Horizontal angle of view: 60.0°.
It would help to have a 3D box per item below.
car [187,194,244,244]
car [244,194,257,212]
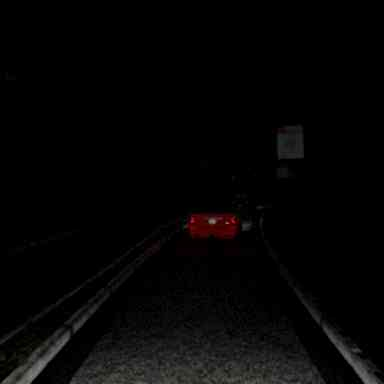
[{"bbox_3d":[1.116,1.118,14.797,2.097,1.767,4.553,-1,1,9],"label":"car"},{"bbox_3d":[4.692,0.901,30.000,1.882,1.535,5.008,-1,1,17],"label":"car"}]
